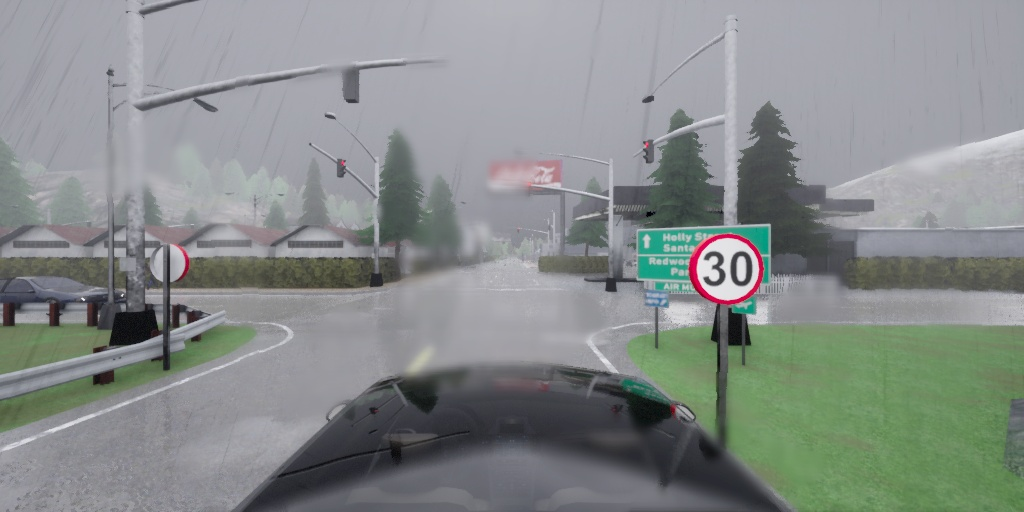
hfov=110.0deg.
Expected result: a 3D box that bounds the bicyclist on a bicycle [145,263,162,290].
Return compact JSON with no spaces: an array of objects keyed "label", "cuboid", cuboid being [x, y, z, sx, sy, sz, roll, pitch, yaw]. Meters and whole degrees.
[{"label":"bicyclist on a bicycle","cuboid":[-21.677,1.244,21.354,0.582,1.620,1.656,0,0,1]}]

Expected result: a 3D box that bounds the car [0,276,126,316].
[{"label":"car","cuboid":[-18.324,1.489,13.794,5.357,1.411,2.033,0,0,-2]}]
